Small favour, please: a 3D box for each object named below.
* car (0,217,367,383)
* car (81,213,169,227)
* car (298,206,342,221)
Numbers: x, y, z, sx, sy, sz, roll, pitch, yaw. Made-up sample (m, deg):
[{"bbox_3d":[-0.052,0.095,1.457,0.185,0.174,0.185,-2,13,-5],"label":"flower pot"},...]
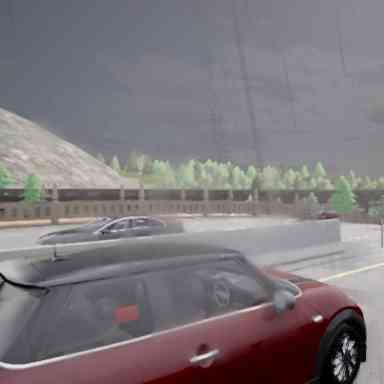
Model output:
[{"bbox_3d":[-0.033,1.343,3.723,4.553,1.767,2.097,0,0,-35],"label":"car"},{"bbox_3d":[-2.444,1.472,10.839,4.902,1.511,2.128,0,0,-35],"label":"car"},{"bbox_3d":[11.256,1.934,29.156,4.181,1.385,1.994,4,-2,-35],"label":"car"}]
